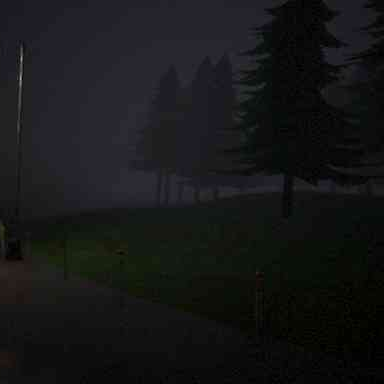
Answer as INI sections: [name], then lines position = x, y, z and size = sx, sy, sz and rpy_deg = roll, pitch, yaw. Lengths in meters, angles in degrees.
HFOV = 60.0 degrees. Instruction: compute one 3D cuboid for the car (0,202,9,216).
[car]
position = -21.573, 1.750, 36.057
size = 2.097, 1.767, 4.553
rpy_deg = 3, -2, -10
